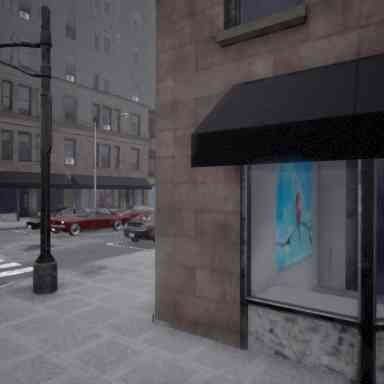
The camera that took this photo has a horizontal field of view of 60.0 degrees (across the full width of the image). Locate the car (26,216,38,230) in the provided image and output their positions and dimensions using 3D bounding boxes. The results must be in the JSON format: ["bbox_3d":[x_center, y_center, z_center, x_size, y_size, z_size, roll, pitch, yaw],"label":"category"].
[{"bbox_3d":[-7.795,1.563,20.335,1.947,1.339,4.313,0,0,35],"label":"car"}]

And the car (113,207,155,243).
[{"bbox_3d":[-1.253,1.573,15.686,2.008,1.369,4.403,0,0,35],"label":"car"}]

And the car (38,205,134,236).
[{"bbox_3d":[-5.797,1.606,18.767,1.895,1.301,4.718,0,0,35],"label":"car"}]

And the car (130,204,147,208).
[{"bbox_3d":[-4.503,1.583,24.966,1.802,1.307,4.206,0,0,35],"label":"car"}]
